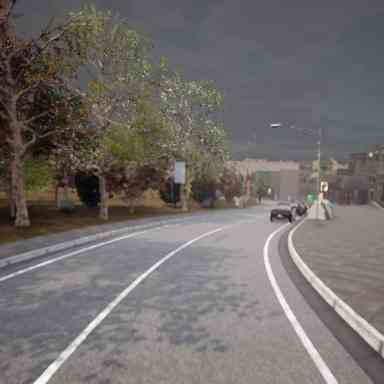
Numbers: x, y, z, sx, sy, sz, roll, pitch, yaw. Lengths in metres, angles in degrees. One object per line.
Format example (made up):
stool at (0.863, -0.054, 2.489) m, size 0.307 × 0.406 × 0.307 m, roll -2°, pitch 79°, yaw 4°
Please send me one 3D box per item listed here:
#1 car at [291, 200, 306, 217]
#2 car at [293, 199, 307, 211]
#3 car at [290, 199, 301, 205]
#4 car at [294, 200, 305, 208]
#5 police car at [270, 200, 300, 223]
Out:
car at (12.340, 2.093, 40.293) m, size 1.882 × 1.535 × 5.008 m, roll 2°, pitch 0°, yaw 22°
car at (14.616, 2.055, 45.841) m, size 2.097 × 1.767 × 4.553 m, roll 2°, pitch 0°, yaw 22°
car at (25.076, 2.481, 80.643) m, size 1.994 × 1.385 × 4.181 m, roll 1°, pitch 0°, yaw 10°
car at (21.209, 2.364, 65.909) m, size 1.812 × 1.442 × 4.674 m, roll 2°, pitch 0°, yaw 16°
police car at (8.577, 1.894, 31.097) m, size 1.930 × 1.638 × 5.238 m, roll 2°, pitch 0°, yaw 22°
